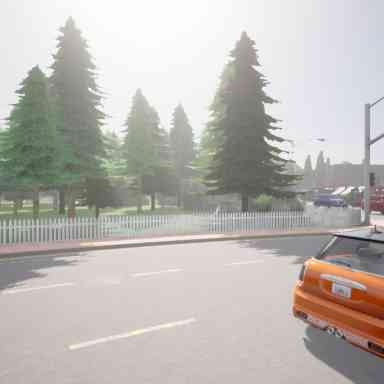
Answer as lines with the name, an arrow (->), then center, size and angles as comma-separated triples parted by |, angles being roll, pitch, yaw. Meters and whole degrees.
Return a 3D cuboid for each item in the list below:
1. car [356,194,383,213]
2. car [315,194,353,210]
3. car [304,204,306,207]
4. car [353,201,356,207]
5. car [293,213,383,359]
car -> 19.364, 1.277, 33.197 | 2.150, 2.045, 5.566 | 0, 0, -8
car -> 17.999, 1.277, 43.463 | 2.150, 2.045, 5.566 | 0, 0, -8
car -> 16.654, 1.581, 53.661 | 1.812, 1.442, 4.674 | 0, 0, -7
car -> 24.674, 1.656, 47.817 | 1.895, 1.301, 4.718 | 0, 0, -8
car -> 3.939, 1.352, 5.443 | 4.553, 1.767, 2.097 | 0, 0, -26
